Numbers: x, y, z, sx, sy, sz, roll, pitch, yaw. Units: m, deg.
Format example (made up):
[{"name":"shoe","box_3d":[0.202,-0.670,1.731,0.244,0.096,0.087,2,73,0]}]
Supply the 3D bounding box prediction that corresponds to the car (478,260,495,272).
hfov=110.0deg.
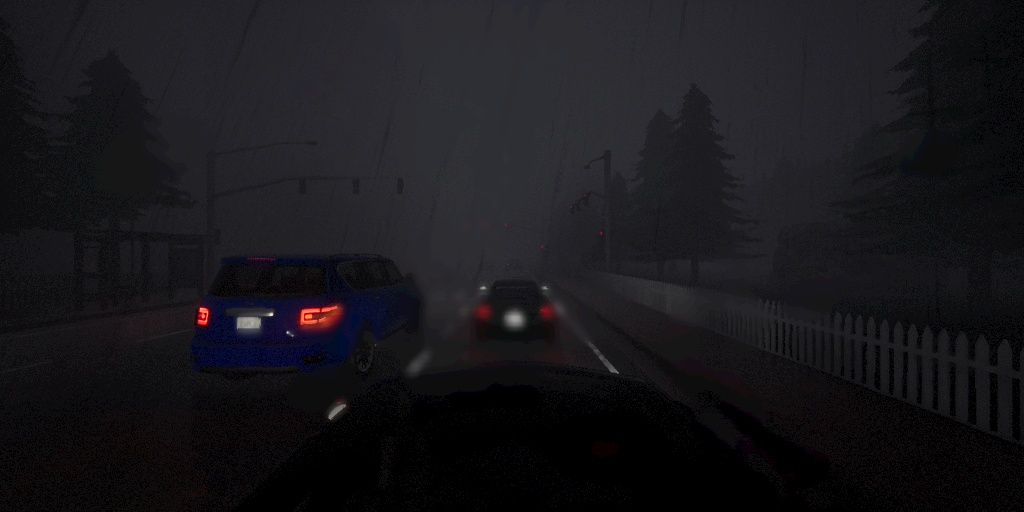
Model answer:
[{"name":"car","box_3d":[-3.218,1.242,45.428,2.128,1.511,4.902,0,0,0]}]

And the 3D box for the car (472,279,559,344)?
[{"name":"car","box_3d":[0.090,1.314,9.635,1.994,1.385,4.181,0,0,1]}]

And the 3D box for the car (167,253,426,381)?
[{"name":"car","box_3d":[-3.403,0.972,7.356,2.150,2.045,5.566,0,0,0]}]

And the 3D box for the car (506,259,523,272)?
[{"name":"car","box_3d":[0.284,1.101,45.527,2.097,1.767,4.553,0,0,0]}]
